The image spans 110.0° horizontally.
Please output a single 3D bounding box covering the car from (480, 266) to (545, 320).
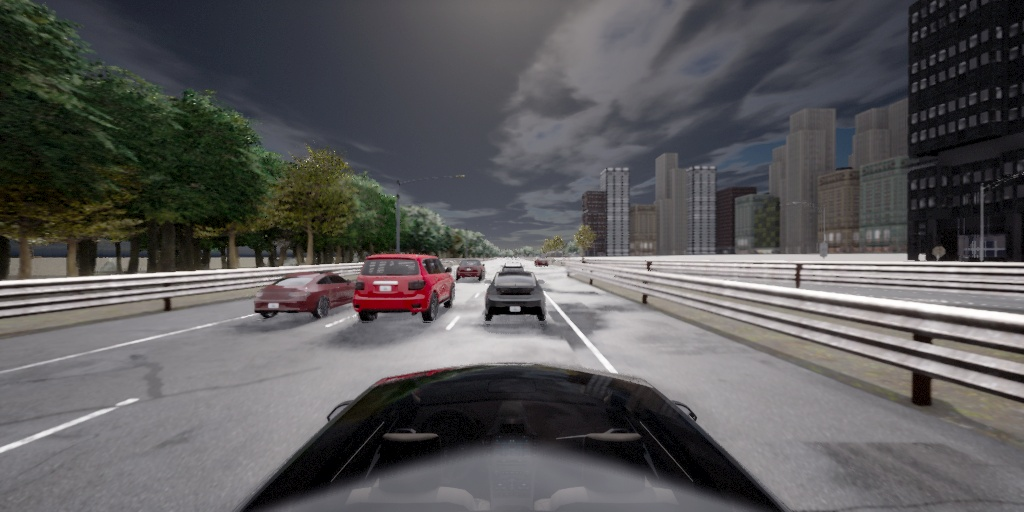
[{"bbox_3d":[0.090,1.251,12.555,1.837,1.490,4.892,0,0,0],"label":"car"}]

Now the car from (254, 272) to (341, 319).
[{"bbox_3d":[-6.909,1.271,12.691,1.812,1.442,4.674,0,0,0],"label":"car"}]

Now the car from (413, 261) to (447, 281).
[{"bbox_3d":[-6.919,1.224,30.753,1.837,1.490,4.892,0,0,0],"label":"car"}]

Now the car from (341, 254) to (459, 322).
[{"bbox_3d":[-3.407,0.967,12.333,2.150,2.045,5.566,0,0,0],"label":"car"}]

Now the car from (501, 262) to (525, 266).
[{"bbox_3d":[0.080,1.211,30.626,2.128,1.511,4.902,0,0,0],"label":"car"}]

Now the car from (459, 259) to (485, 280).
[{"bbox_3d":[-3.421,1.072,30.452,2.097,1.767,4.553,0,0,0],"label":"car"}]
